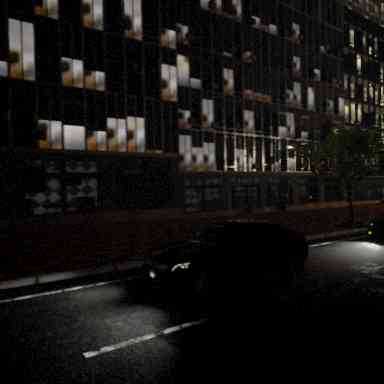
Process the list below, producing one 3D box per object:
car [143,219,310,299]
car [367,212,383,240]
[{"bbox_3d":[1.060,1.443,8.401,4.674,1.442,1.812,-1,1,-35],"label":"car"},{"bbox_3d":[9.317,1.331,14.208,4.181,1.385,1.994,-1,1,-36],"label":"car"}]
